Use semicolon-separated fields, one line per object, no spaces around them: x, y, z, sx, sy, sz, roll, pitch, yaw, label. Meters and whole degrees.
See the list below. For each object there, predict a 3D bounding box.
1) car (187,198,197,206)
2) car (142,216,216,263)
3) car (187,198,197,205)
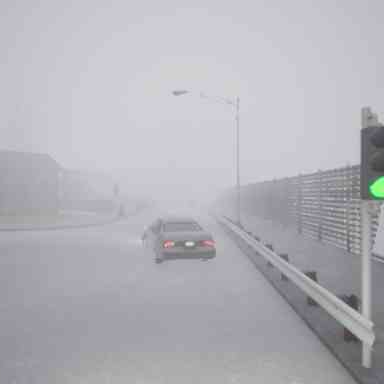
0.020;1.926;62.475;1.994;1.385;4.181;0;0;0;car
-0.677;1.620;12.408;2.033;1.411;5.357;0;0;-14;car
0.021;1.973;72.535;1.994;1.385;4.181;0;0;0;car
